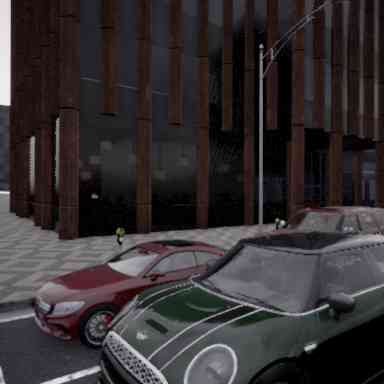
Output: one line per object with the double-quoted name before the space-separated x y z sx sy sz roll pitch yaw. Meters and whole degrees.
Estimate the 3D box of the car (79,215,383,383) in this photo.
"car" 1.214 1.366 4.225 4.553 1.767 2.097 0 0 -35

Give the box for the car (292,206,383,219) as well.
"car" 3.848 1.352 9.347 5.009 1.841 2.192 0 0 -35

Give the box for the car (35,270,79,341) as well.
"car" -0.610 1.595 6.198 4.206 1.307 1.802 0 0 -35
